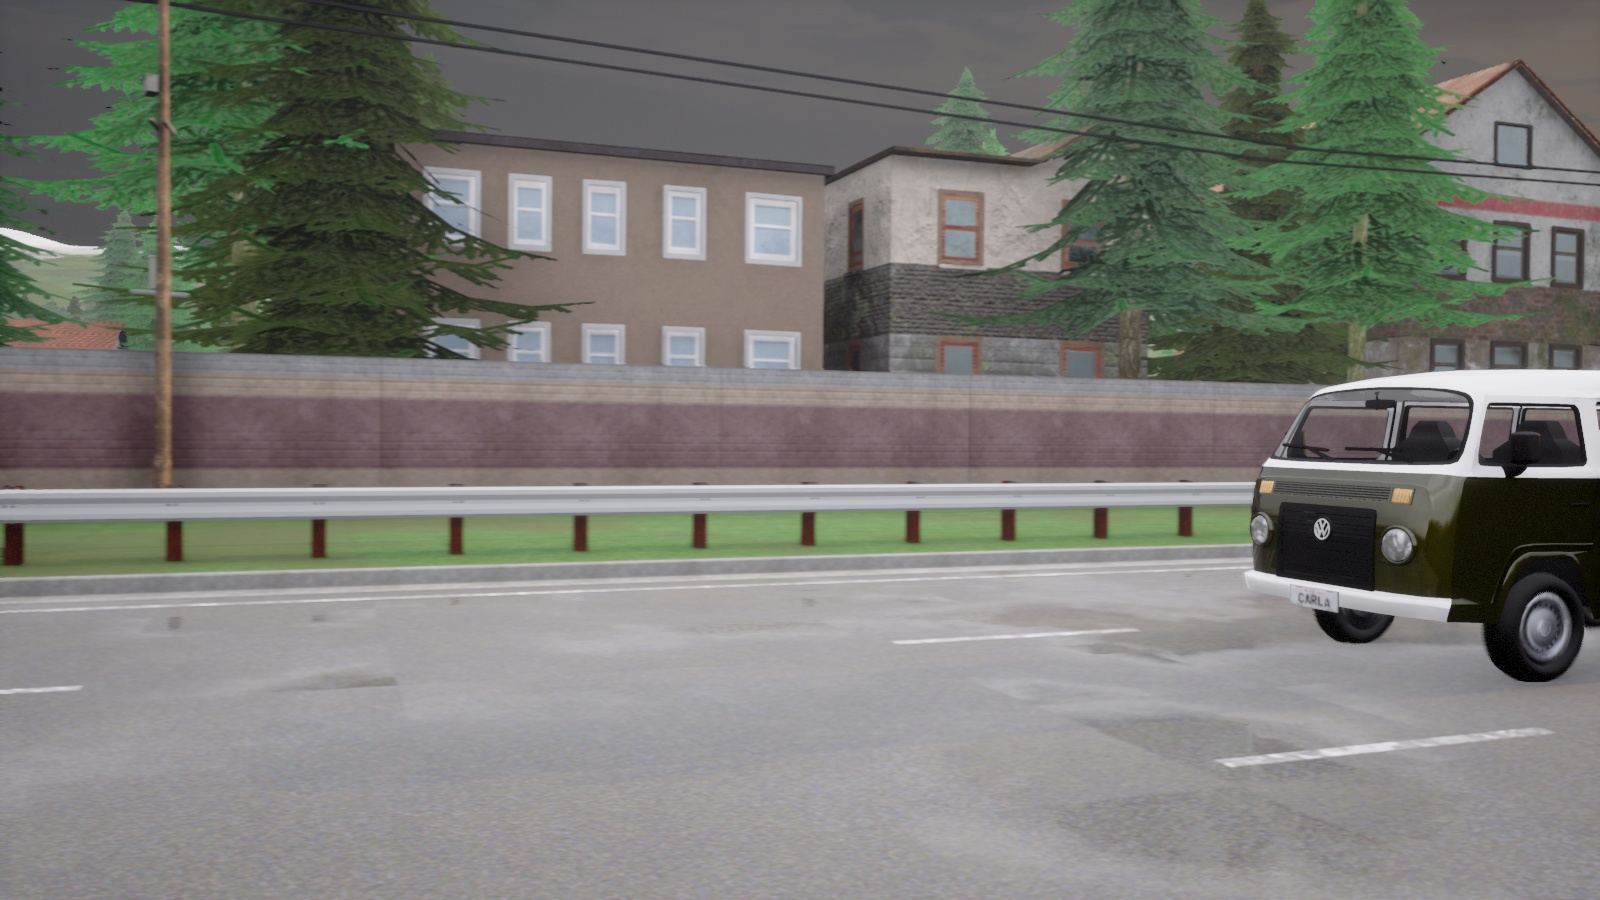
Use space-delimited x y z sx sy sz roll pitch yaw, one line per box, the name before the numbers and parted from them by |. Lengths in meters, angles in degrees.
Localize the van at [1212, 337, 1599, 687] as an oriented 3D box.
van | 5.495 0.314 9.065 4.480 2.038 2.069 -1 1 -21
